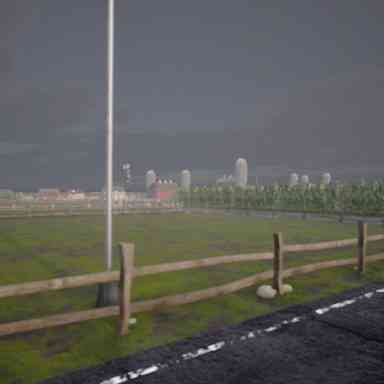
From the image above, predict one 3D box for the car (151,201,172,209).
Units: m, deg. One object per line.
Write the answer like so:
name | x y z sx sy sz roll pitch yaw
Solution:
car | -5.392 2.306 59.072 1.895 1.301 4.718 0 -1 -35
